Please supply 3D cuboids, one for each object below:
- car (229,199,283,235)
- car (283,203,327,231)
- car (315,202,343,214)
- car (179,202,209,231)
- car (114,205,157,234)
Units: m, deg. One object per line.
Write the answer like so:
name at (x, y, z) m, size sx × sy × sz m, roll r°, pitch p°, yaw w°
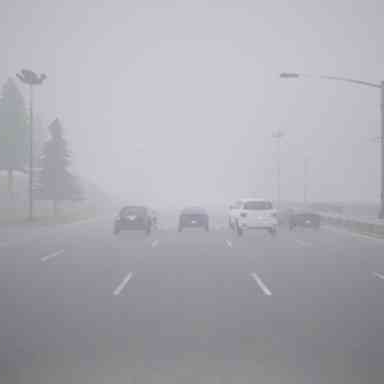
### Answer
car at (3.604, 1.433, 20.400) m, size 2.150 × 2.045 × 5.566 m, roll 0°, pitch -1°, yaw 0°
car at (7.104, 1.713, 22.770) m, size 1.882 × 1.535 × 5.008 m, roll 0°, pitch -1°, yaw 0°
car at (15.100, 1.881, 39.152) m, size 1.882 × 1.535 × 5.008 m, roll 1°, pitch -1°, yaw -43°
car at (0.103, 1.713, 22.779) m, size 1.882 × 1.535 × 5.008 m, roll 0°, pitch -1°, yaw 0°
car at (-3.396, 1.569, 20.894) m, size 2.097 × 1.767 × 4.553 m, roll 0°, pitch -1°, yaw 0°
